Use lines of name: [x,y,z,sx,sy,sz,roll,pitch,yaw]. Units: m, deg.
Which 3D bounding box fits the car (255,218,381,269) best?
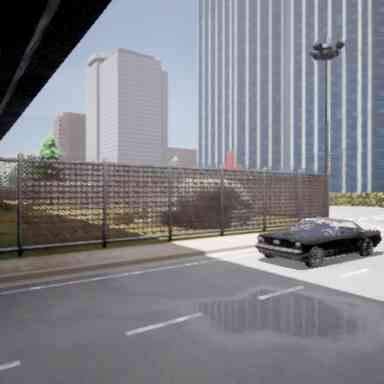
car: [4.348,1.575,11.259,4.718,1.301,1.895,0,0,-35]
